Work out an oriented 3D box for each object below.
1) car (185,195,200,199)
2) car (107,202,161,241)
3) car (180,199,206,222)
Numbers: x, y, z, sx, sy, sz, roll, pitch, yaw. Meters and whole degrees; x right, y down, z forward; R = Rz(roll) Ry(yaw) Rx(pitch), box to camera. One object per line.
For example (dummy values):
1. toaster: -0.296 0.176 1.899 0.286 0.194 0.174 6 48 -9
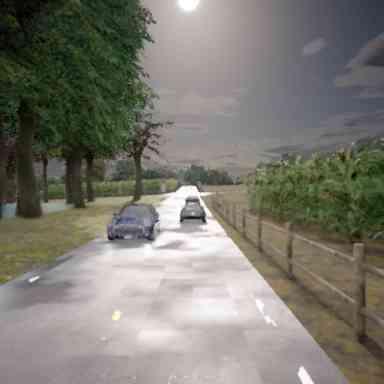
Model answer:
1. car: 0.071 1.140 43.187 1.882 1.535 5.008 0 1 0
2. car: -2.774 1.366 16.743 2.097 1.767 4.553 0 0 0
3. car: 0.069 1.509 26.067 1.994 1.385 4.181 0 1 0
